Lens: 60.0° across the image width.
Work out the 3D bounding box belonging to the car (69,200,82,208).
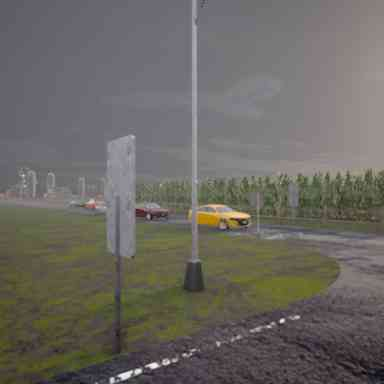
[{"bbox_3d":[-20.679,2.100,59.875,1.994,1.385,4.181,0,-1,-35],"label":"car"}]

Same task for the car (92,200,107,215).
[{"bbox_3d":[-9.525,1.910,38.502,1.895,1.301,4.718,0,-1,-34],"label":"car"}]

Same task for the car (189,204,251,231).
[{"bbox_3d":[1.750,1.605,22.130,1.882,1.535,5.008,0,-1,-35],"label":"car"}]

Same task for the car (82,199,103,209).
[{"bbox_3d":[-14.937,1.795,51.548,2.097,1.767,4.553,0,-1,-35],"label":"car"}]

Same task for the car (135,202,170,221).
[{"bbox_3d":[-3.866,1.695,30.271,1.882,1.535,5.008,0,-1,-35],"label":"car"}]
